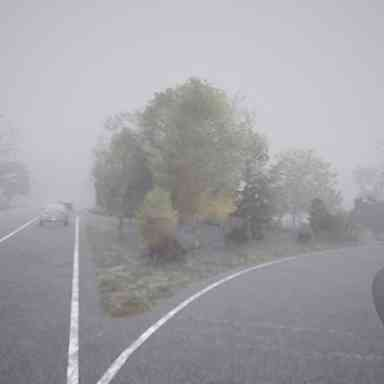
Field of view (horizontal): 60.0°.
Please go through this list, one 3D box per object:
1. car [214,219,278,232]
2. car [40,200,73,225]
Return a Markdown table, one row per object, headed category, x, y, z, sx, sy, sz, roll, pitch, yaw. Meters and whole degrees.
| category | x | y | z | sx | sy | sz | roll | pitch | yaw |
| --- | --- | --- | --- | --- | --- | --- | --- | --- | --- |
| car | 4.148 | 2.230 | 25.774 | 4.902 | 1.511 | 2.128 | 3 | -6 | 16 |
| car | -9.904 | 1.568 | 24.226 | 1.812 | 1.442 | 4.674 | 3 | -1 | -19 |
